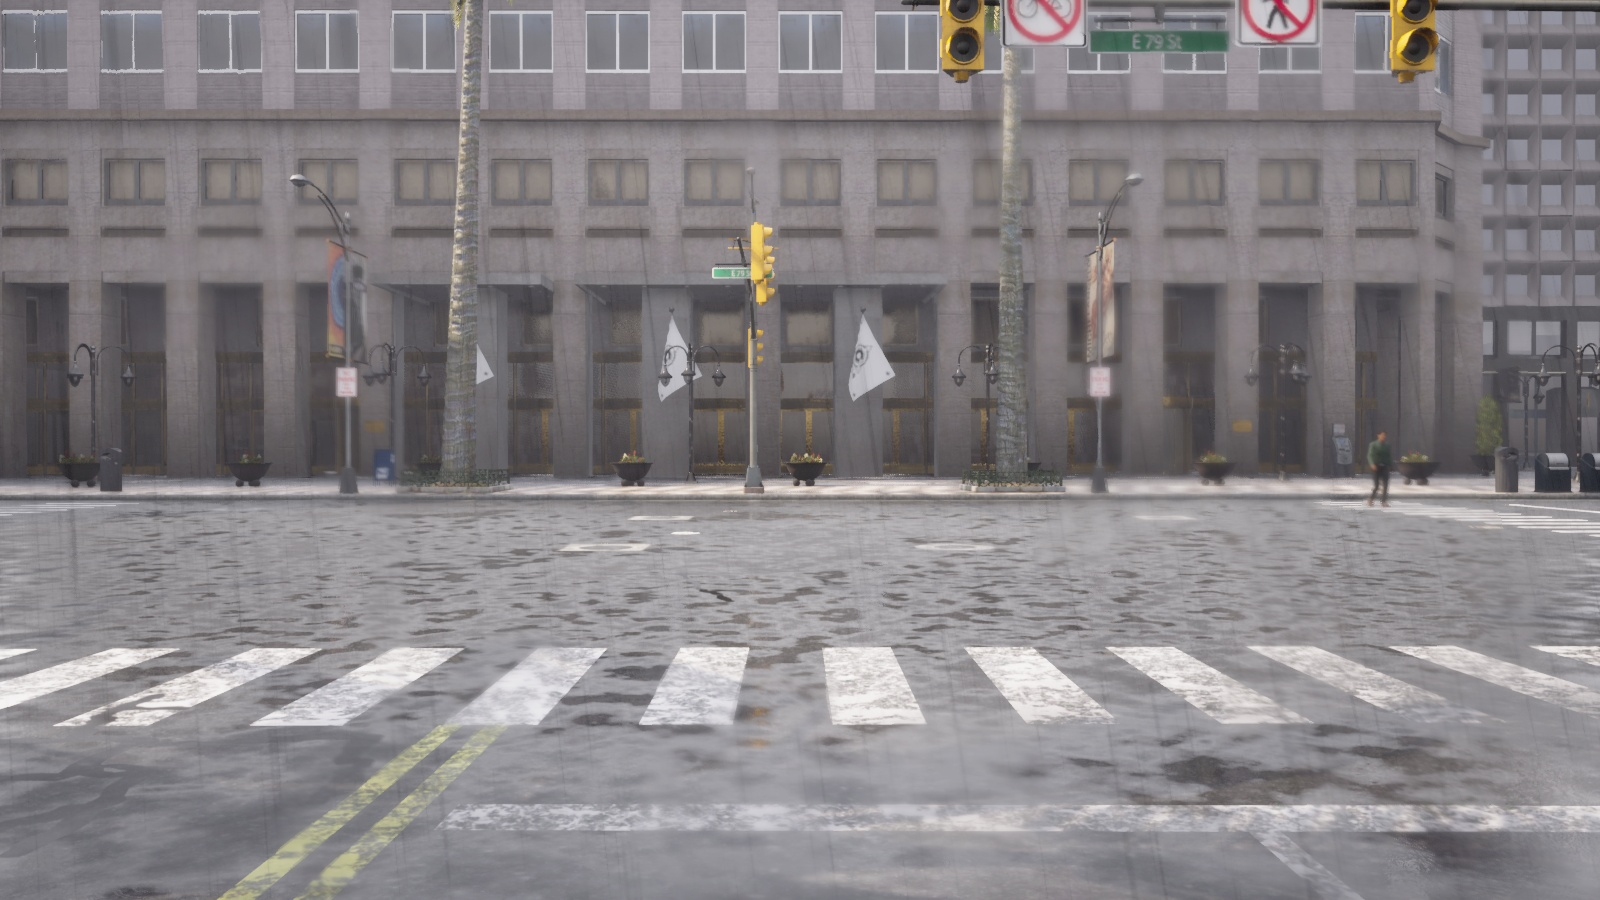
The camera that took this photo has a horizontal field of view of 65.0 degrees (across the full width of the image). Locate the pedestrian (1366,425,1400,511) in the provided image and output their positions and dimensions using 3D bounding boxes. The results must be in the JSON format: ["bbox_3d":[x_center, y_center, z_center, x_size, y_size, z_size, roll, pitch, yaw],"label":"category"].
[{"bbox_3d":[13.290,0.402,28.635,0.423,1.949,0.788,0,0,4],"label":"pedestrian"}]
